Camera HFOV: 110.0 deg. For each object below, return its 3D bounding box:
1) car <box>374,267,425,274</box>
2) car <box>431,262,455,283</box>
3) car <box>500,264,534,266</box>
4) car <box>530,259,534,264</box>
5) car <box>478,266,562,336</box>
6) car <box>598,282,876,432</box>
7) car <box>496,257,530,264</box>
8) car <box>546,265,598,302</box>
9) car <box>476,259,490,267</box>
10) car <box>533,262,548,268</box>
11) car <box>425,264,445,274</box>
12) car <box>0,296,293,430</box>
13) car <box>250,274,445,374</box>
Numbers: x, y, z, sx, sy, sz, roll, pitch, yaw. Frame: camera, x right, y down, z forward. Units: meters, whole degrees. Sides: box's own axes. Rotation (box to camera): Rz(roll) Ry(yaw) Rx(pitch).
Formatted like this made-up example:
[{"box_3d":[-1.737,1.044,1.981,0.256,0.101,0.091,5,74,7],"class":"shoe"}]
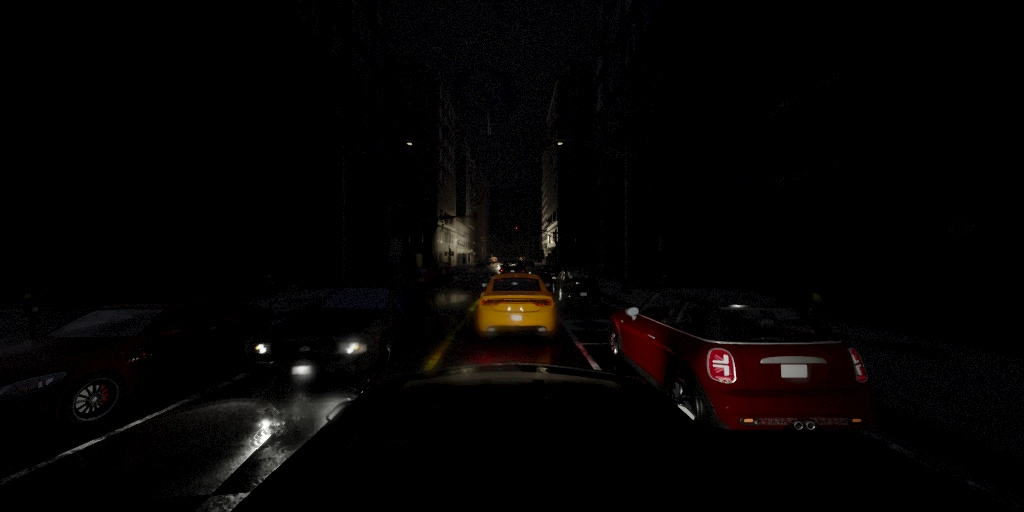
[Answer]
[{"box_3d":[-5.638,1.317,16.592,1.948,1.339,4.313,0,0,0],"class":"car"},{"box_3d":[-5.615,1.193,27.595,1.967,1.591,4.097,0,0,0],"class":"car"},{"box_3d":[0.138,1.315,19.448,1.994,1.385,4.181,0,0,0],"class":"car"},{"box_3d":[3.023,1.232,64.665,1.967,1.591,4.097,0,0,0],"class":"car"},{"box_3d":[0.115,1.228,10.460,1.882,1.535,5.008,0,0,0],"class":"car"},{"box_3d":[2.865,1.190,5.571,1.967,1.591,4.097,0,0,0],"class":"car"},{"box_3d":[0.085,1.105,28.180,2.097,1.767,4.553,0,0,1],"class":"car"},{"box_3d":[2.887,1.301,16.574,2.007,1.370,4.403,0,0,0],"class":"car"},{"box_3d":[-5.502,1.374,64.697,1.802,1.307,4.207,0,0,0],"class":"car"},{"box_3d":[2.910,1.318,27.577,1.948,1.339,4.313,0,0,0],"class":"car"},{"box_3d":[-5.627,1.334,22.093,1.802,1.307,4.207,0,0,0],"class":"car"},{"box_3d":[-5.661,1.332,5.590,1.802,1.307,4.207,0,0,0],"class":"car"},{"box_3d":[-3.087,1.298,7.941,2.033,1.411,5.357,0,0,0],"class":"car"}]
